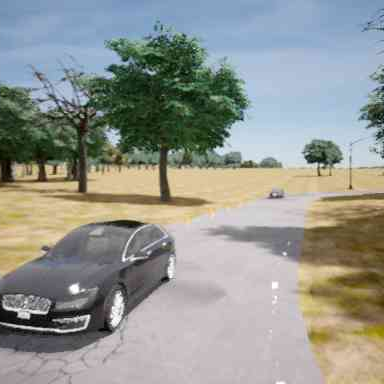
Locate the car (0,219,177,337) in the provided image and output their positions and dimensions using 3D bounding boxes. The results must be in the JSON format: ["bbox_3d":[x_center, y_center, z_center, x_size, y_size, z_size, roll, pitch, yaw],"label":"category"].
[{"bbox_3d":[-1.689,1.390,6.835,1.837,1.490,4.892,1,1,14],"label":"car"}]

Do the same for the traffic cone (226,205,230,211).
[{"bbox_3d":[3.046,1.308,28.097,0.340,0.580,0.340,2,2,19],"label":"traffic cone"}]

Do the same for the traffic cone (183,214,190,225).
[{"bbox_3d":[-0.294,1.548,18.673,0.340,0.580,0.340,2,2,19],"label":"traffic cone"}]

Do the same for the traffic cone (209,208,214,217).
[{"bbox_3d":[1.375,1.428,23.385,0.340,0.580,0.340,2,2,19],"label":"traffic cone"}]

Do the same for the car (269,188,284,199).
[{"bbox_3d":[12.809,0.166,50.286,2.128,1.511,4.902,2,3,21],"label":"car"}]
